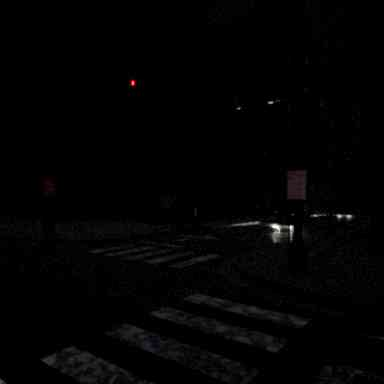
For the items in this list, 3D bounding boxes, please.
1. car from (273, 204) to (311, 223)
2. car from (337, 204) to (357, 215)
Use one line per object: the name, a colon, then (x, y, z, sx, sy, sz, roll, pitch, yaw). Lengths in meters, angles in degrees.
car: (8.954, 1.844, 29.577, 2.097, 1.767, 4.553, 0, -1, 36)
car: (22.141, 2.424, 47.346, 2.033, 1.411, 5.357, 0, -1, 37)
